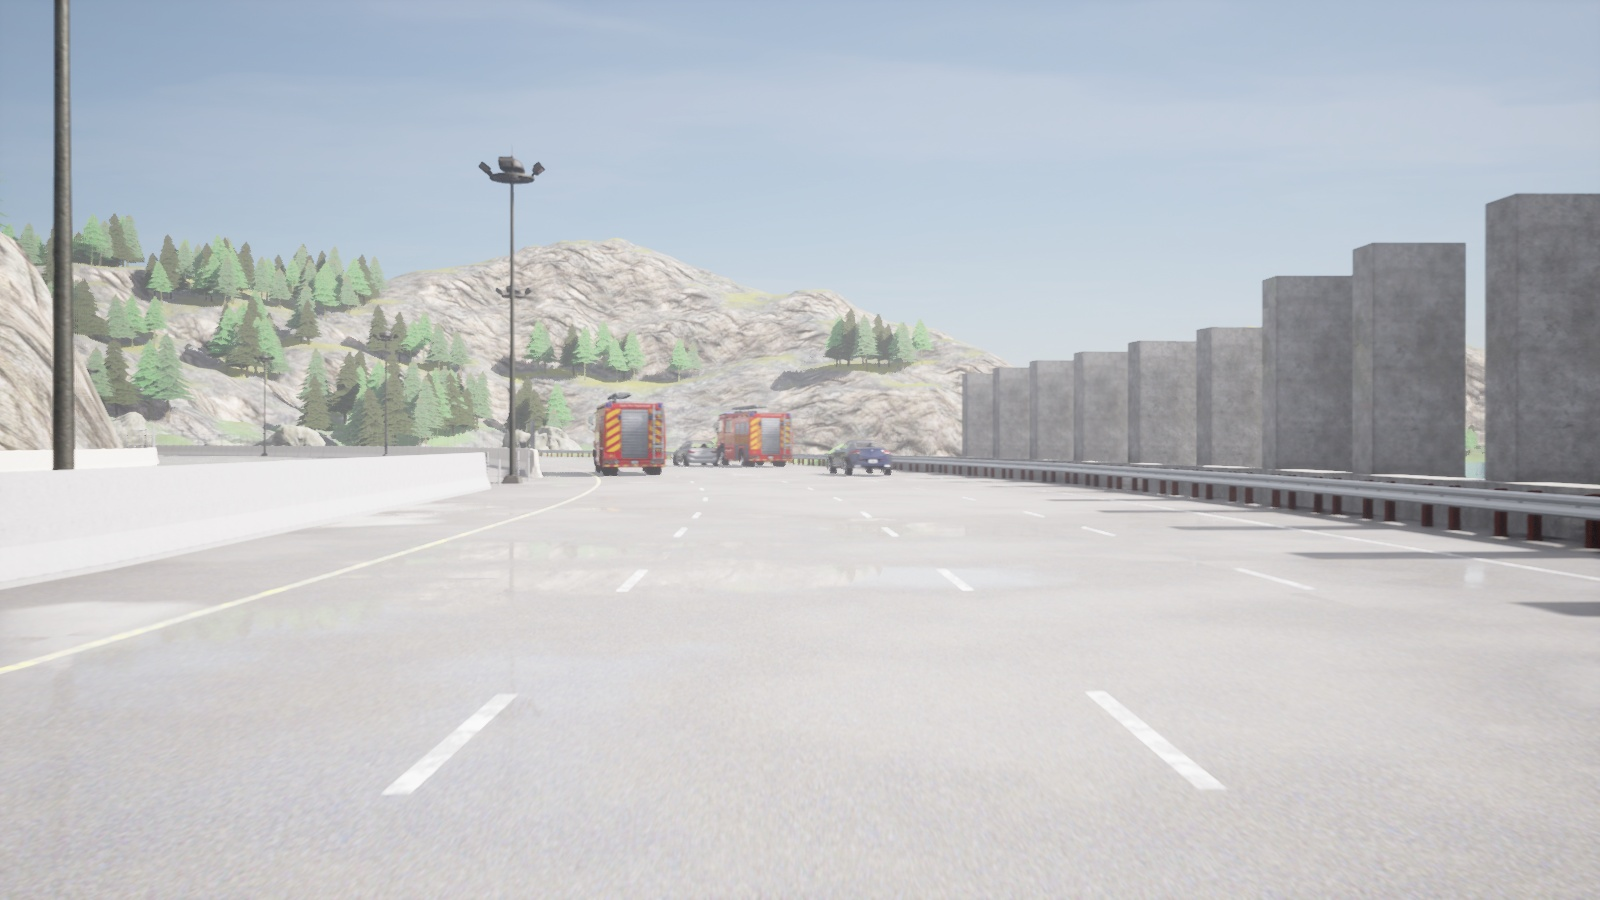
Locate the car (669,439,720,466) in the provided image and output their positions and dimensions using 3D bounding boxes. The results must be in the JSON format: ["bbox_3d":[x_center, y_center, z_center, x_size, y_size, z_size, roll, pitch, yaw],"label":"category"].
[{"bbox_3d":[-6.850,0.127,81.304,2.242,1.667,4.611,0,0,-19],"label":"car"}]

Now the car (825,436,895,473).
[{"bbox_3d":[2.754,0.194,59.047,2.152,1.651,5.027,0,0,-11],"label":"car"}]

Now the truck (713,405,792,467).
[{"bbox_3d":[-3.197,-0.879,81.406,2.891,3.827,8.468,0,0,-18],"label":"truck"}]

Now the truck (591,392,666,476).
[{"bbox_3d":[-8.532,-0.772,61.604,2.891,3.827,8.468,0,0,-13],"label":"truck"}]
